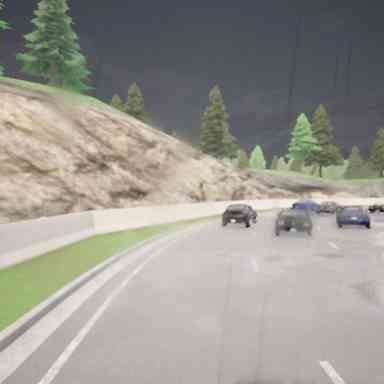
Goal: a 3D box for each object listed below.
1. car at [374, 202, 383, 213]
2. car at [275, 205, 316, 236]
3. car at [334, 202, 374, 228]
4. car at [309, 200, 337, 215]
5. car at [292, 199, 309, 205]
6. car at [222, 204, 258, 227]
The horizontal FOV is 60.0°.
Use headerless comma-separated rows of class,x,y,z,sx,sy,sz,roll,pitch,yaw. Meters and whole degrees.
car,21.628,1.737,37.218,4.718,1.301,1.895,0,0,-41
car,5.849,1.671,19.174,1.895,1.301,4.718,0,0,17
car,11.101,1.648,22.999,1.994,1.385,4.181,0,0,23
car,14.677,1.676,35.214,2.033,1.411,5.357,0,0,41
car,13.633,1.622,39.438,1.882,1.535,5.008,-1,-1,43
car,3.436,1.591,23.397,1.837,1.490,4.892,-1,0,20
